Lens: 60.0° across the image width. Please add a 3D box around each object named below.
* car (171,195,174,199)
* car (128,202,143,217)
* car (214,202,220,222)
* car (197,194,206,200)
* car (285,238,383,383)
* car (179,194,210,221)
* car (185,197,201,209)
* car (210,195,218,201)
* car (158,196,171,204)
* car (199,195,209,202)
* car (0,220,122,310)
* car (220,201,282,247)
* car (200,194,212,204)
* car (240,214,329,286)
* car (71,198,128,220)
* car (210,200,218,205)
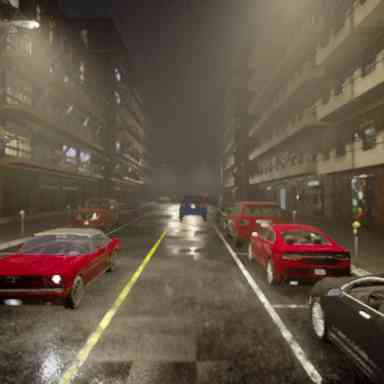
[{"bbox_3d":[-5.700,1.563,75.905,1.752,1.417,4.829,1,0,0],"label":"car"},{"bbox_3d":[-5.689,1.594,31.531,1.802,1.307,4.206,1,0,0],"label":"car"},{"bbox_3d":[2.694,1.558,20.364,2.008,1.369,4.403,1,0,0],"label":"car"},{"bbox_3d":[2.679,1.365,92.748,2.192,1.841,5.009,1,0,0],"label":"car"},{"bbox_3d":[2.699,1.552,3.660,2.008,1.369,4.403,1,0,0],"label":"car"},{"bbox_3d":[0.091,1.228,27.635,2.150,2.045,5.566,0,-1,0],"label":"car"},{"bbox_3d":[0.087,1.510,45.914,2.128,1.511,4.902,0,0,0],"label":"car"},{"bbox_3d":[2.690,1.335,48.204,2.192,1.841,5.009,1,0,0],"label":"car"},{"bbox_3d":[-5.698,1.581,64.938,2.008,1.369,4.403,1,0,0],"label":"car"},{"bbox_3d":[2.681,1.477,76.043,1.967,1.590,4.097,1,0,0],"label":"car"},{"bbox_3d":[-3.080,1.604,7.953,1.895,1.301,4.718,0,0,0],"label":"car"},{"bbox_3d":[2.699,1.320,14.795,2.192,1.841,5.009,1,0,0],"label":"car"},{"bbox_3d":[2.686,1.345,64.907,2.192,1.841,5.009,1,0,0],"label":"car"},{"bbox_3d":[2.698,1.548,9.228,1.887,1.381,4.507,1,0,0],"label":"car"},{"bbox_3d":[-5.683,1.322,20.395,2.192,1.841,5.009,1,0,0],"label":"car"},{"bbox_3d":[2.693,1.575,25.932,1.947,1.339,4.313,1,0,0],"label":"car"}]
